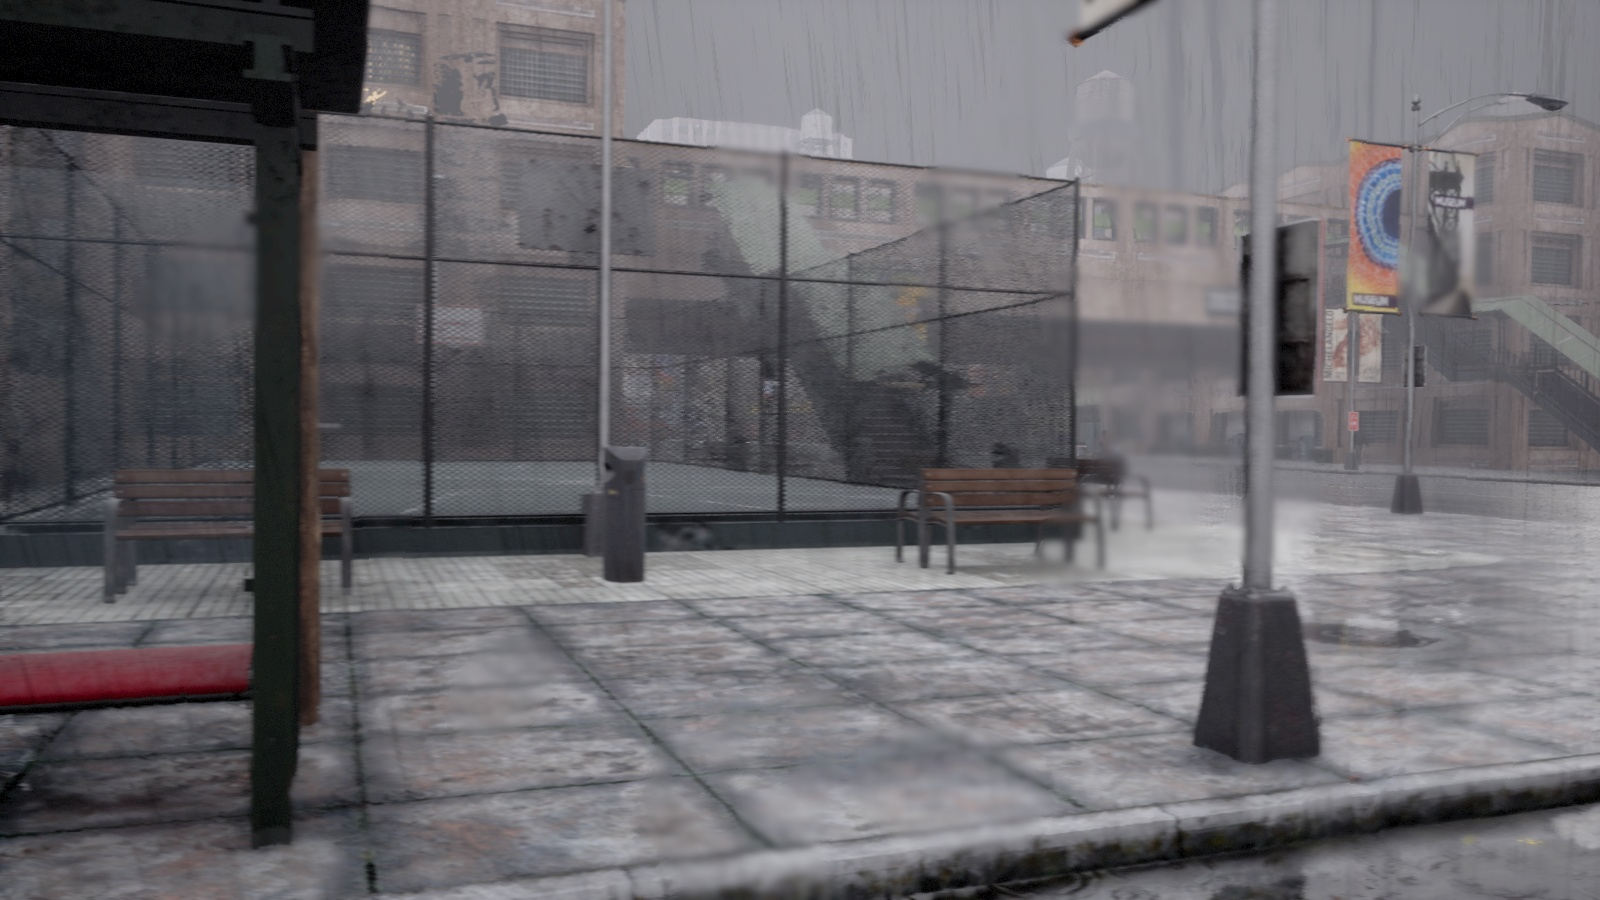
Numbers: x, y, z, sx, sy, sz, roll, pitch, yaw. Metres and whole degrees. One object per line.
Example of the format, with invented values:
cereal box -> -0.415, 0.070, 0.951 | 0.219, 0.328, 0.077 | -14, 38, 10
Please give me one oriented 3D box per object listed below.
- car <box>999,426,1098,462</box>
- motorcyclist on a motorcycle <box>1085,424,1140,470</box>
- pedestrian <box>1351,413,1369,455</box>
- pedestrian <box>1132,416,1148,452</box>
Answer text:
car -> 11.150, -0.290, 56.750 | 2.128, 1.511, 4.902 | -1, 1, -20
motorcyclist on a motorcycle -> 11.395, -0.121, 45.844 | 0.766, 1.649, 2.350 | -1, 1, -20
pedestrian -> 24.555, -0.707, 55.057 | 0.431, 1.840, 0.703 | -1, 1, -9
pedestrian -> 18.632, -0.865, 68.735 | 0.423, 1.949, 0.788 | -1, 1, -26
